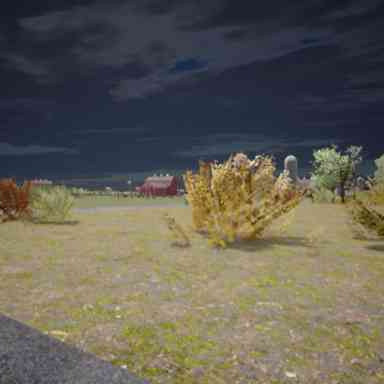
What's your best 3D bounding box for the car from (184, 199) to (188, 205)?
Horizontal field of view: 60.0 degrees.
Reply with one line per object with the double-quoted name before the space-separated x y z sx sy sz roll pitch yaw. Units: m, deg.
"car" 0.499 1.790 62.578 1.837 1.490 4.892 -1 -1 36
